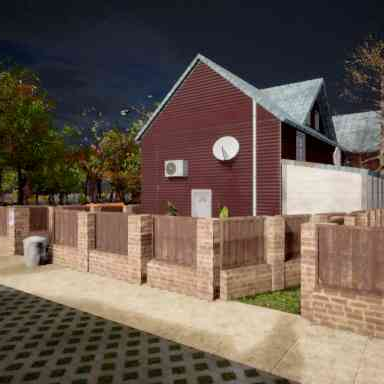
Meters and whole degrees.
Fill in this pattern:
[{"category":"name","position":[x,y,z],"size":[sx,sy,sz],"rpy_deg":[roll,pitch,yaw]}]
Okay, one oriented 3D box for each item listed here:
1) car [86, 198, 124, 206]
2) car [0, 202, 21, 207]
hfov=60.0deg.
[{"category":"car","position":[-8.923,1.438,33.442],"size":[2.097,1.767,4.553],"rpy_deg":[0,0,35]},{"category":"car","position":[-14.847,1.556,25.082],"size":[1.837,1.490,4.892],"rpy_deg":[0,0,35]}]
